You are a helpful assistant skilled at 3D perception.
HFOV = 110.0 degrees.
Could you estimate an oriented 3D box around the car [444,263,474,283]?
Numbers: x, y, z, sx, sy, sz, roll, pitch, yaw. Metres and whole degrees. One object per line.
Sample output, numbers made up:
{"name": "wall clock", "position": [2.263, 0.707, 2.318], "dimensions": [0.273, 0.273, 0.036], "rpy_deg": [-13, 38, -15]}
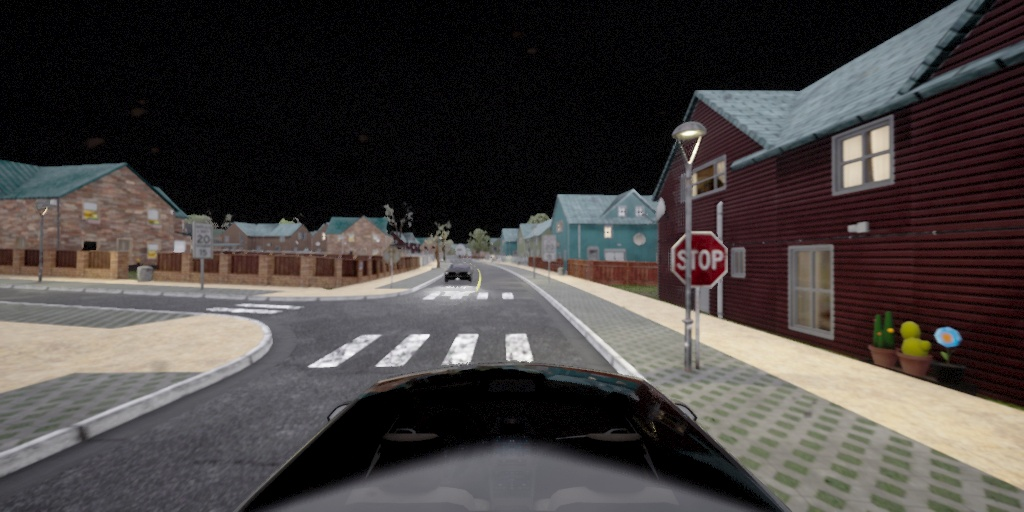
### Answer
{"name": "car", "position": [-3.677, 1.168, 25.473], "dimensions": [1.895, 1.301, 4.718], "rpy_deg": [0, 0, -4]}
